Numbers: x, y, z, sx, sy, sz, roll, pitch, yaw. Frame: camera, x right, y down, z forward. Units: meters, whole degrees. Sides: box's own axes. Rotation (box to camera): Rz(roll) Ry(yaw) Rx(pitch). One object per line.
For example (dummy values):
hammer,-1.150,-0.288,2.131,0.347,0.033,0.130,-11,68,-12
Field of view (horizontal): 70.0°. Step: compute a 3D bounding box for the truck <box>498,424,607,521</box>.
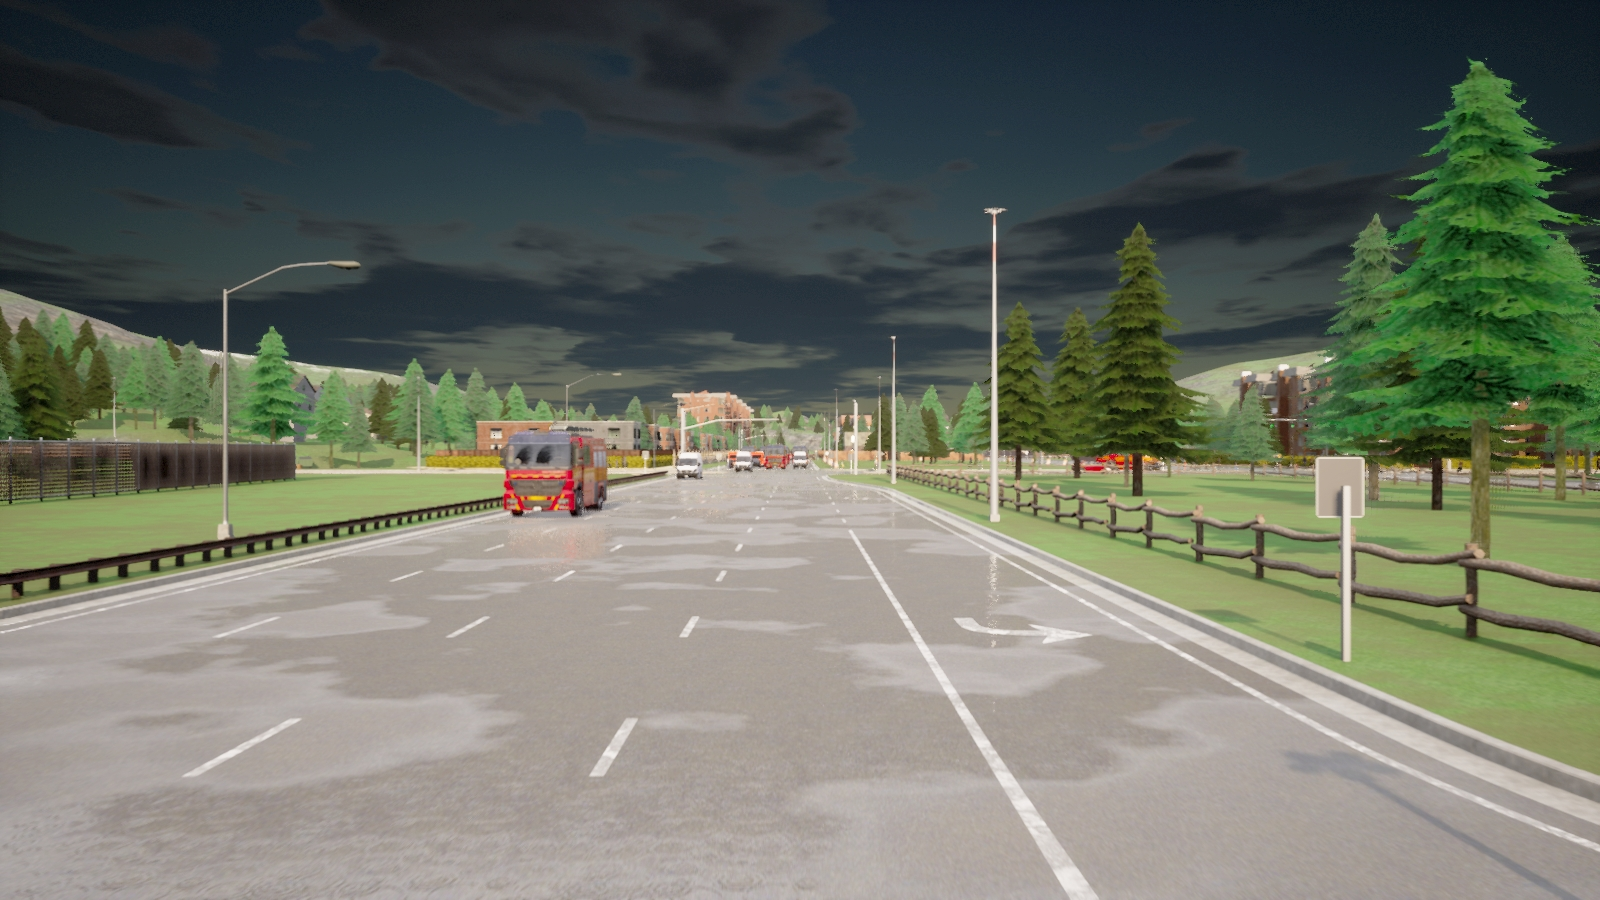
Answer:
truck,-10.496,0.896,49.416,2.891,3.827,8.468,0,0,0
